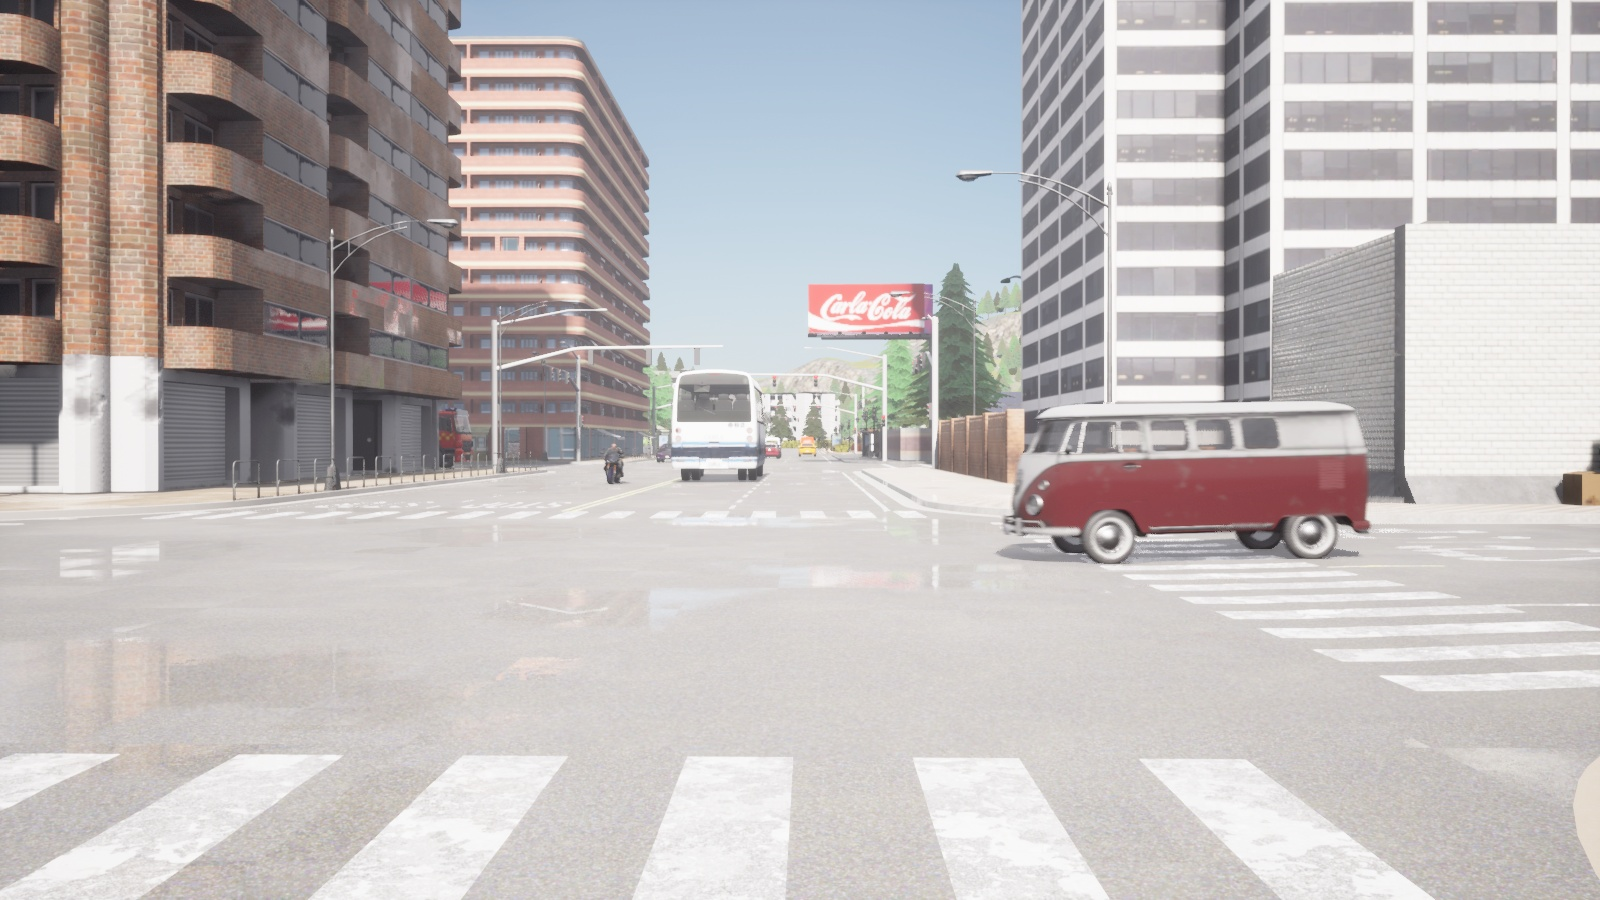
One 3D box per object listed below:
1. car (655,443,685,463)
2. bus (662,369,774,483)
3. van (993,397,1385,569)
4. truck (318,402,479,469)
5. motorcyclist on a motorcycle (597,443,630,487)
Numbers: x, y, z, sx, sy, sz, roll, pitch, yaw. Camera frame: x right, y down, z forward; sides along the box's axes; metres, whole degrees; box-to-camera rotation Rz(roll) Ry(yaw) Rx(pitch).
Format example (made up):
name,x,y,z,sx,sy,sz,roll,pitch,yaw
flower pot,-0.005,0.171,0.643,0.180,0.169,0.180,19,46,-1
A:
name,x,y,z,sx,sy,sz,roll,pitch,yaw
car,-9.928,0.208,95.930,1.816,1.474,4.193,0,0,0
bus,-3.180,-0.929,52.331,3.944,4.253,10.273,0,0,0
van,4.901,0.389,16.167,4.442,1.987,1.775,-1,0,-4
truck,-23.283,-0.851,73.108,8.468,3.827,2.891,0,0,1
motorcyclist on a motorcycle,-6.722,0.519,45.359,0.866,1.530,2.191,0,0,0
